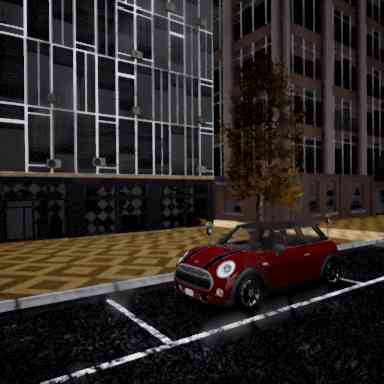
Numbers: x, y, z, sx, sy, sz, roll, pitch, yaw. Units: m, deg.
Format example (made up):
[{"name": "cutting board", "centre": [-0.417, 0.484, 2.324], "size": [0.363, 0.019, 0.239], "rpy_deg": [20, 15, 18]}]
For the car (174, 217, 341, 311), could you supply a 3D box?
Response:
[{"name": "car", "centre": [1.565, 1.438, 7.685], "size": [4.097, 1.590, 1.967], "rpy_deg": [0, -1, -35]}]
